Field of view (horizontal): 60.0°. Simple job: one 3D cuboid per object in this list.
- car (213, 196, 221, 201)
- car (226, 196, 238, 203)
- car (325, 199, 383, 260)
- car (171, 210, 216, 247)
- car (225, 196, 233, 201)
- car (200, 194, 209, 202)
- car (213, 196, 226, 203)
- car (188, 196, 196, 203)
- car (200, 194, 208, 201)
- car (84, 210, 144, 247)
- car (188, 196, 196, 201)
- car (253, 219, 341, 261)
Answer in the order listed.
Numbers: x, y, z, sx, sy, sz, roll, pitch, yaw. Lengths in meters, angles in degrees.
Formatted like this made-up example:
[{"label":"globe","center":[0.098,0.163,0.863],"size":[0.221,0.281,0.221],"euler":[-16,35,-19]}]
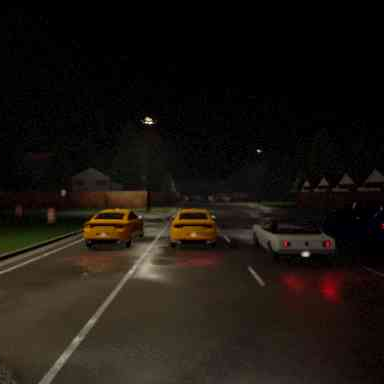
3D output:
[{"label":"car","center":[6.984,1.807,94.637],"size":[1.837,1.490,4.892],"euler":[0,0,0]},{"label":"car","center":[10.486,1.937,84.218],"size":[2.033,1.411,5.357],"euler":[0,0,0]},{"label":"car","center":[7.062,1.287,12.899],"size":[2.150,2.045,5.566],"euler":[0,0,0]},{"label":"car","center":[0.074,1.554,15.582],"size":[1.882,1.535,5.008],"euler":[0,0,0]},{"label":"car","center":[10.484,1.785,94.638],"size":[1.882,1.535,5.008],"euler":[0,0,0]},{"label":"car","center":[3.485,1.942,85.017],"size":[2.033,1.411,5.357],"euler":[0,0,0]},{"label":"car","center":[6.985,1.995,84.664],"size":[1.895,1.301,4.718],"euler":[0,0,0]},{"label":"car","center":[-0.014,1.922,84.215],"size":[2.128,1.511,4.902],"euler":[0,0,0]},{"label":"car","center":[3.484,1.603,95.498],"size":[2.150,2.045,5.566],"euler":[0,0,0]},{"label":"car","center":[-3.477,1.553,15.577],"size":[1.882,1.535,5.008],"euler":[0,0,0]},{"label":"car","center":[-0.016,1.859,94.636],"size":[1.994,1.385,4.181],"euler":[0,0,0]},{"label":"car","center":[3.560,1.663,12.580],"size":[1.895,1.301,4.718],"euler":[0,0,0]}]
